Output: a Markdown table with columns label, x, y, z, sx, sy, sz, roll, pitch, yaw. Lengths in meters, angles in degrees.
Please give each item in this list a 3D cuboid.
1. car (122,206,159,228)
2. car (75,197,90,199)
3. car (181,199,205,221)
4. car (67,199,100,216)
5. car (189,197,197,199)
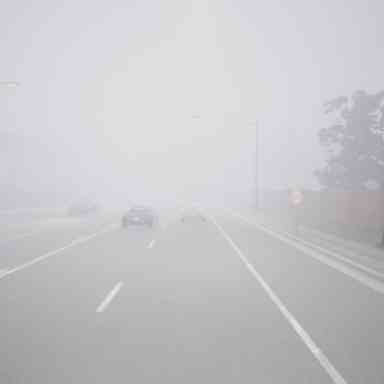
| label | x | y | z | sx | sy | sz | roll | pitch | yaw |
| --- | --- | --- | --- | --- | --- | --- | --- | --- | --- |
| car | -3.402 | 1.589 | 22.299 | 1.994 | 1.385 | 4.181 | 0 | 0 | 0 |
| car | -13.979 | 1.399 | 42.146 | 2.097 | 1.767 | 4.553 | 0 | 0 | -3 |
| car | 0.097 | 1.556 | 27.373 | 1.812 | 1.442 | 4.674 | 0 | 0 | 0 |
| car | -10.535 | 1.638 | 32.597 | 1.895 | 1.301 | 4.718 | 0 | 0 | 1 |
| car | 0.095 | 1.586 | 58.359 | 2.033 | 1.411 | 5.357 | 0 | 0 | 0 |
